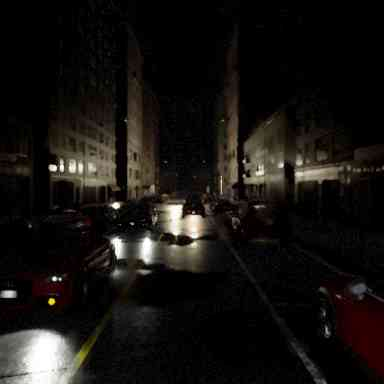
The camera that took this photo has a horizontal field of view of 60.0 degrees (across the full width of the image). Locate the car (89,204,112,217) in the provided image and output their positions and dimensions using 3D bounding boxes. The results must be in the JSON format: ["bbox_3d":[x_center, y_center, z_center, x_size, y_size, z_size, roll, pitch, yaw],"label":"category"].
[{"bbox_3d":[-5.654,1.430,20.190,1.947,1.339,4.313,-1,0,0],"label":"car"}]

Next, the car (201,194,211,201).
[{"bbox_3d":[2.926,1.109,69.960,1.802,1.307,4.206,-1,0,0],"label":"car"}]

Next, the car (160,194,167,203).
[{"bbox_3d":[-5.618,1.186,53.373,1.887,1.381,4.507,-1,0,0],"label":"car"}]

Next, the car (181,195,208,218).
[{"bbox_3d":[0.127,1.318,28.063,1.837,1.490,4.892,0,1,0],"label":"car"}]

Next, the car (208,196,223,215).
[{"bbox_3d":[2.884,1.356,31.256,1.947,1.339,4.313,-1,0,0],"label":"car"}]

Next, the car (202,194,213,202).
[{"bbox_3d":[2.920,1.131,64.431,1.947,1.339,4.313,-1,0,0],"label":"car"}]

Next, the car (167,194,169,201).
[{"bbox_3d":[-5.612,1.154,58.904,2.008,1.369,4.403,-1,0,0],"label":"car"}]

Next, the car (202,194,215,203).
[{"bbox_3d":[2.914,1.154,58.901,2.008,1.369,4.403,-1,0,0],"label":"car"}]

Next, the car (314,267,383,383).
[{"bbox_3d":[2.852,1.415,3.609,1.967,1.590,4.097,-1,0,0],"label":"car"}]

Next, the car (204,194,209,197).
[{"bbox_3d":[2.907,1.186,53.372,1.887,1.381,4.507,-1,0,0],"label":"car"}]

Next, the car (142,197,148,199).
[{"bbox_3d":[-5.642,1.342,31.251,2.008,1.369,4.403,-1,0,0],"label":"car"}]

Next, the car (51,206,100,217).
[{"bbox_3d":[-5.660,1.483,14.659,1.802,1.307,4.206,-1,0,0],"label":"car"}]

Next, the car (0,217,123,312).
[{"bbox_3d":[-3.069,1.512,7.555,1.994,1.385,4.181,0,0,0],"label":"car"}]

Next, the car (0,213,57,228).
[{"bbox_3d":[-5.666,1.503,9.128,1.947,1.339,4.313,-1,0,0],"label":"car"}]

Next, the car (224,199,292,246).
[{"bbox_3d":[2.863,1.216,14.666,2.192,1.841,5.009,-1,0,0],"label":"car"}]

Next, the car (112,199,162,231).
[{"bbox_3d":[-3.057,1.374,19.478,1.837,1.490,4.892,0,0,0],"label":"car"}]

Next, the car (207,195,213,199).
[{"bbox_3d":[2.889,1.278,36.954,1.752,1.417,4.829,-1,0,0],"label":"car"}]

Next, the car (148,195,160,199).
[{"bbox_3d":[-5.630,1.282,42.312,1.947,1.339,4.313,-1,0,0],"label":"car"}]

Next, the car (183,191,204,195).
[{"bbox_3d":[0.146,1.051,44.778,2.097,1.767,4.553,0,0,0],"label":"car"}]

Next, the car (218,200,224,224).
[{"bbox_3d":[2.871,1.430,20.197,1.947,1.339,4.313,-1,0,0],"label":"car"}]
